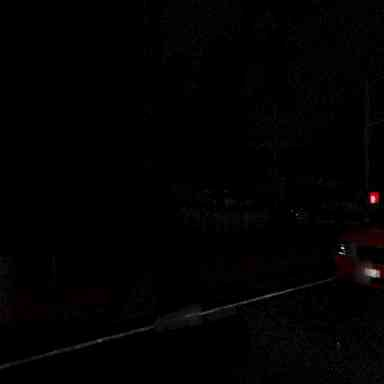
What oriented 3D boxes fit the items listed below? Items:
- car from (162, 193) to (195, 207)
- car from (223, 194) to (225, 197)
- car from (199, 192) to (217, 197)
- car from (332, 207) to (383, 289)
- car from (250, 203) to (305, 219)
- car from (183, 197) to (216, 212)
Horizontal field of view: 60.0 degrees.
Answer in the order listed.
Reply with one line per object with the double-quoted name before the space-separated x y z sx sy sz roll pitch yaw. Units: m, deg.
"car" -1.913 1.367 47.644 2.097 1.767 4.553 0 0 -37
"car" 7.017 1.092 94.380 1.905 1.878 3.866 0 0 -37
"car" 4.930 1.113 92.316 1.932 1.855 4.605 0 0 -37
"car" 5.759 1.221 8.089 5.566 2.045 2.150 0 0 -35
"car" 7.412 1.616 29.219 1.895 1.301 4.718 0 0 -37
"car" 1.351 1.579 37.237 1.994 1.385 4.181 0 0 -37
